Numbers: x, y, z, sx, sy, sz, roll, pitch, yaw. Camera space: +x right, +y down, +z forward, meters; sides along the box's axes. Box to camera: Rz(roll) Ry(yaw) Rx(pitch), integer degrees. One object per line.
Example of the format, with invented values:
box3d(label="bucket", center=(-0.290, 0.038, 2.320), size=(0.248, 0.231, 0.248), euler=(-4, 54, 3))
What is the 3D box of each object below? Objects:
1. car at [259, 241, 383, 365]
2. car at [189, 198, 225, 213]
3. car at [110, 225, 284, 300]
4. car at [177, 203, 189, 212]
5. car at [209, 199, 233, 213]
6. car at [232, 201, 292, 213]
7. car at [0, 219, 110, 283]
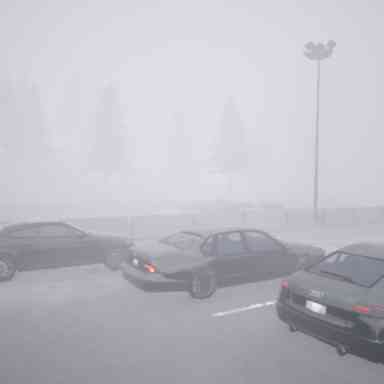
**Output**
box3d(label="car", center=(3.447, 1.588, 5.658), size=(4.181, 1.385, 1.994), euler=(0, 0, -31))
box3d(label="car", center=(2.607, 1.417, 33.820), size=(5.008, 1.535, 1.882), euler=(0, 0, -30))
box3d(label="car", center=(0.967, 1.547, 8.314), size=(5.357, 1.411, 2.033), euler=(0, 0, -30))
box3d(label="car", center=(0.759, 1.522, 36.794), size=(4.718, 1.301, 1.895), euler=(0, 0, -30))
box3d(label="car", center=(4.285, 1.558, 30.747), size=(4.718, 1.301, 1.895), euler=(0, 0, -30))
box3d(label="car", center=(6.048, 1.576, 27.724), size=(4.718, 1.301, 1.895), euler=(0, 0, -30))
box3d(label="car", center=(-3.942, 1.480, 9.368), size=(4.674, 1.442, 1.812), euler=(0, 0, -32))
